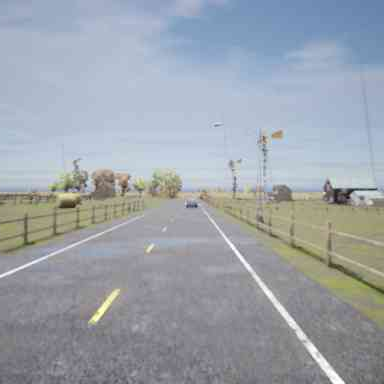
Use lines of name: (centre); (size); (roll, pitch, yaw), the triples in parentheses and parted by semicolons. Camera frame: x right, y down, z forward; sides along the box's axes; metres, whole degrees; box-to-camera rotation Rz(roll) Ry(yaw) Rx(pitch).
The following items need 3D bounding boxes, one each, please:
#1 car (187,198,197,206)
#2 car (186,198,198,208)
car: (-0.025, 2.037, 67.122); (1.812, 1.442, 4.674); (0, 0, 0)
car: (-0.021, 2.031, 57.118); (1.994, 1.385, 4.181); (0, 0, 0)
